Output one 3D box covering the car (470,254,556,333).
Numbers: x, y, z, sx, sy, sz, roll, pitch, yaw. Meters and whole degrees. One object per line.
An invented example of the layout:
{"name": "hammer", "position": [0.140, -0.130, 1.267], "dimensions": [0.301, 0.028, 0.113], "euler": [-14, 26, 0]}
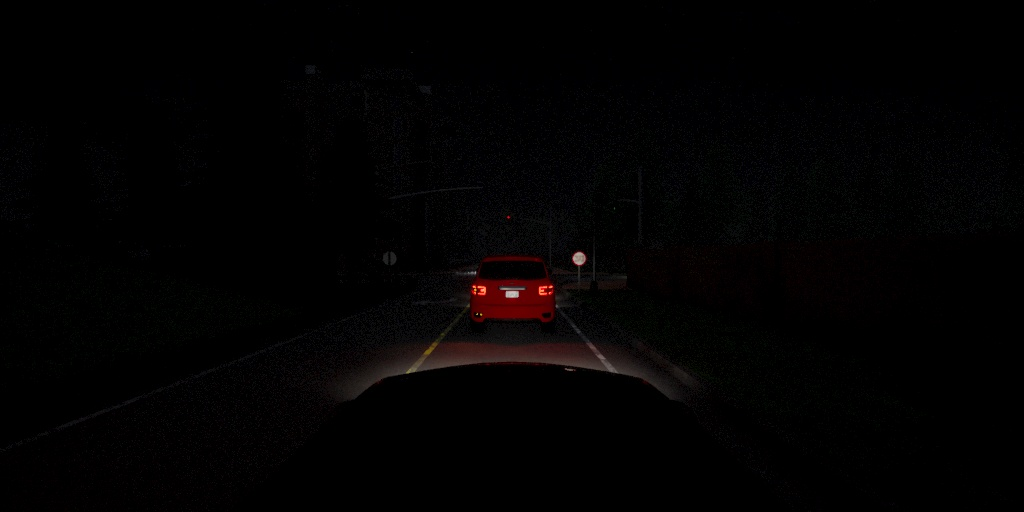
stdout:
{"name": "car", "position": [0.055, 0.971, 10.914], "dimensions": [2.150, 2.045, 5.566], "euler": [0, 0, 1]}
